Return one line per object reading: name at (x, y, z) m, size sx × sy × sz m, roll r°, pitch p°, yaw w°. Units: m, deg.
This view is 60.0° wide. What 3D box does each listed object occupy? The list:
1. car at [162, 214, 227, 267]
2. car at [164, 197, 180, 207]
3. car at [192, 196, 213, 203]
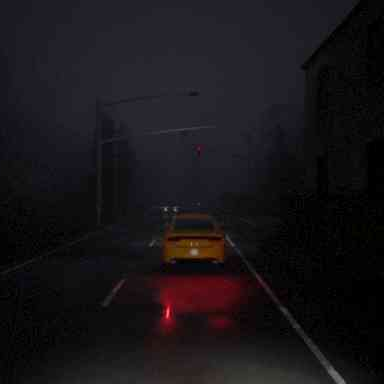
car at (0.076, 1.482, 11.461) m, size 1.882 × 1.535 × 5.008 m, roll 0°, pitch 0°, yaw 0°
car at (-3.103, 1.545, 52.549) m, size 1.812 × 1.442 × 4.674 m, roll 0°, pitch 0°, yaw 7°
car at (2.259, 1.570, 67.679) m, size 2.033 × 1.411 × 5.357 m, roll 0°, pitch 0°, yaw 34°
